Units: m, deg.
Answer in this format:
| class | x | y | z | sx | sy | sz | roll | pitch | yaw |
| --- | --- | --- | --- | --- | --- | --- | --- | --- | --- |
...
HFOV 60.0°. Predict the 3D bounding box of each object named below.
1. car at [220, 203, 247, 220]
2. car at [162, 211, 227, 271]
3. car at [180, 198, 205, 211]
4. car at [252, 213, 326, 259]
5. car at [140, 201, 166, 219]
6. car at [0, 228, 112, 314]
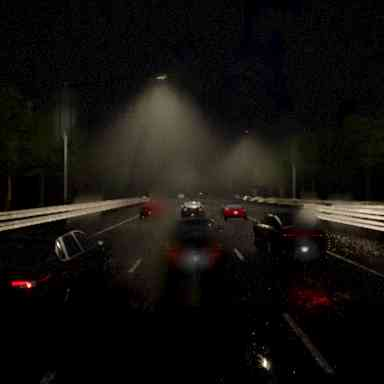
| class | x | y | z | sx | sy | sz | roll | pitch | yaw |
| --- | --- | --- | --- | --- | --- | --- | --- | --- | --- |
| car | 3.553 | 1.648 | 28.987 | 1.994 | 1.385 | 4.181 | 0 | 0 | 0 |
| car | 0.074 | 1.580 | 10.988 | 1.812 | 1.442 | 4.674 | 0 | 0 | 0 |
| car | 0.054 | 1.577 | 28.164 | 2.128 | 1.511 | 4.902 | 0 | 0 | 0 |
| car | 3.573 | 1.567 | 12.950 | 1.837 | 1.490 | 4.892 | 0 | 0 | 0 |
| car | -3.447 | 1.561 | 29.768 | 1.882 | 1.535 | 5.008 | 0 | 0 | 0 |
| car | -3.429 | 1.590 | 7.990 | 2.033 | 1.411 | 5.357 | 0 | 0 | 0 |
